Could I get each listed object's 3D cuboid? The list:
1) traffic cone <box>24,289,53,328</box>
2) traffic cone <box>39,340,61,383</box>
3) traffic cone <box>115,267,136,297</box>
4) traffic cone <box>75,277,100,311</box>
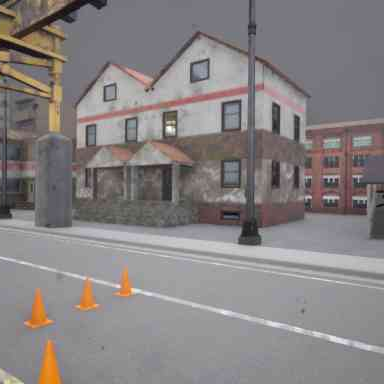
[{"bbox_3d":[-2.626,1.949,5.682,0.340,0.580,0.340,0,0,36],"label":"traffic cone"},{"bbox_3d":[-1.588,1.952,3.702,0.340,0.580,0.340,0,0,36],"label":"traffic cone"},{"bbox_3d":[-1.458,1.949,7.305,0.340,0.580,0.340,0,0,36],"label":"traffic cone"},{"bbox_3d":[-2.042,1.949,6.494,0.340,0.580,0.340,0,0,36],"label":"traffic cone"}]
